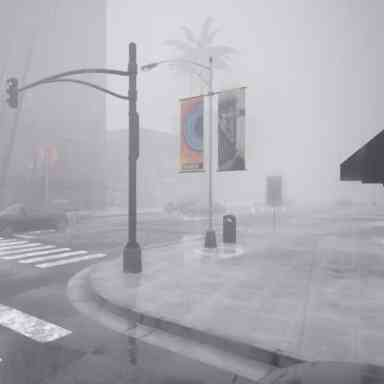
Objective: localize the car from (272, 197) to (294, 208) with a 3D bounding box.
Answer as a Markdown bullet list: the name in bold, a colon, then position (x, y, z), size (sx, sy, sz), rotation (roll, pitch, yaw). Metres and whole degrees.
- **car**: position (13.718, 1.571, 49.863), size (1.882, 1.535, 5.008), rotation (0, 0, 35)

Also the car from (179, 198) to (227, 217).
- **car**: position (1.420, 1.590, 32.607), size (2.033, 1.411, 5.357), rotation (0, 0, 35)

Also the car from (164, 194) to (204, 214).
- **car**: position (-0.605, 1.261, 35.371), size (2.150, 2.045, 5.566), rotation (0, 0, 35)

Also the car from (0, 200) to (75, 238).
- **car**: position (-9.018, 1.363, 17.816), size (2.097, 1.767, 4.553), rotation (0, 0, 35)

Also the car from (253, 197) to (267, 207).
- **car**: position (11.272, 1.573, 52.027), size (1.882, 1.535, 5.008), rotation (0, 0, 35)

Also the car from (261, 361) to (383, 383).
- **car**: position (2.173, 1.551, 1.296), size (4.403, 1.369, 2.008), rotation (0, 0, 36)

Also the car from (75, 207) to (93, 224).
- **car**: position (-9.356, 1.614, 22.989), size (1.895, 1.301, 4.718), rotation (0, 0, 35)

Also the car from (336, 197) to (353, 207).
- **car**: position (24.756, 1.619, 54.043), size (2.128, 1.511, 4.902), rotation (0, 0, 35)
